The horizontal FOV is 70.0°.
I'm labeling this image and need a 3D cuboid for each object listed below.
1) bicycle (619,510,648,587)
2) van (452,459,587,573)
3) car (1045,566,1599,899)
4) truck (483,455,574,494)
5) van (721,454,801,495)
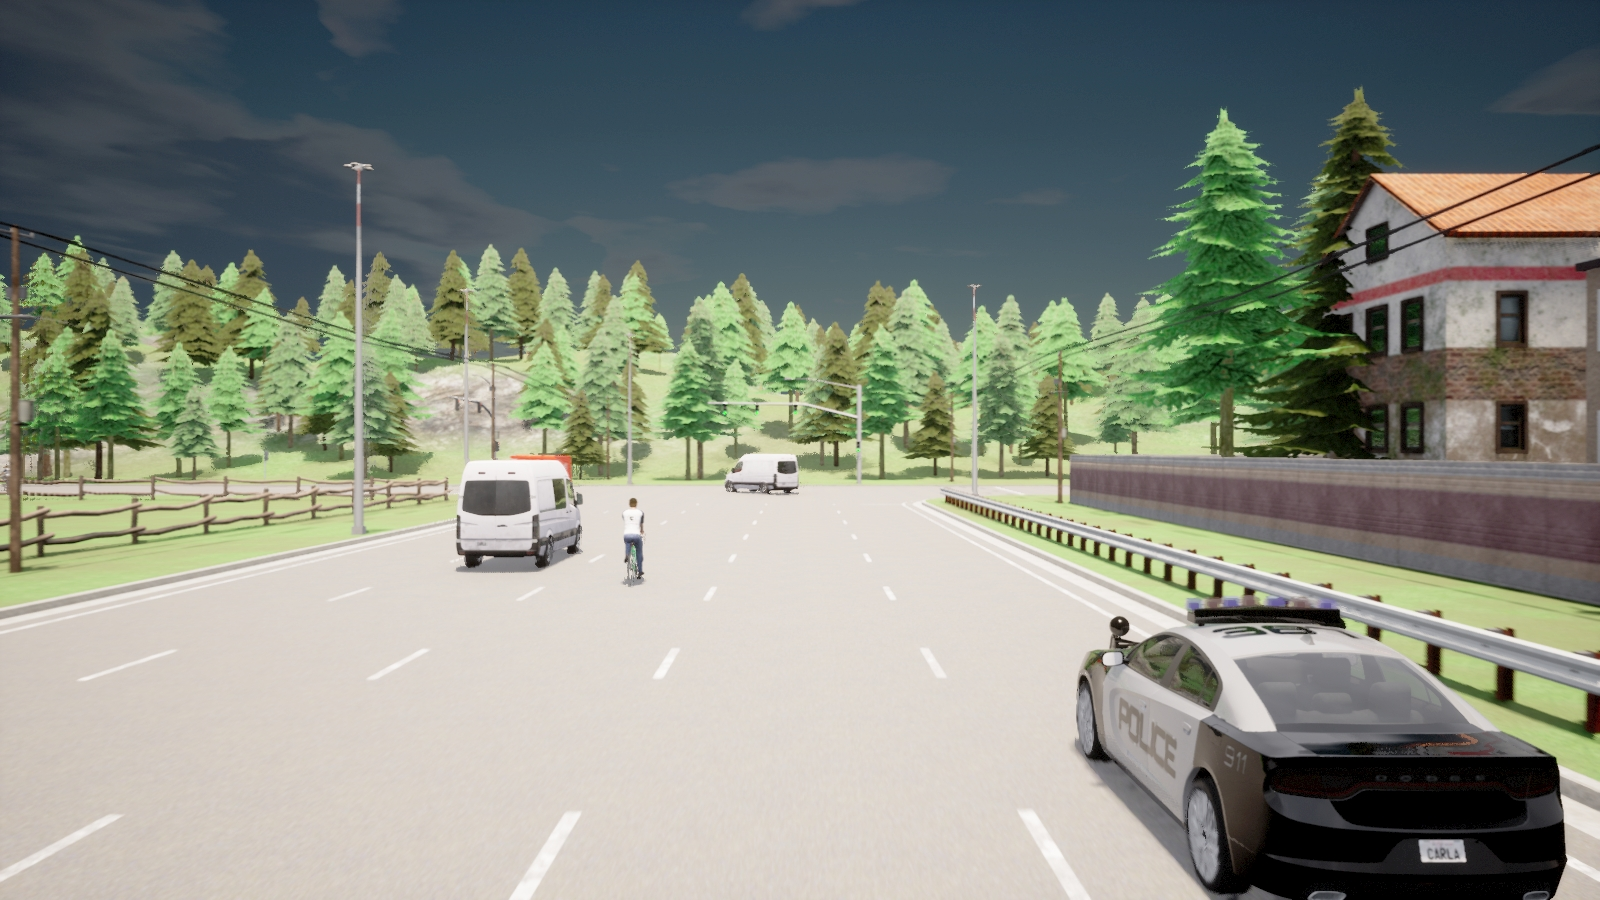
[{"bbox_3d":[-3.499,2.056,24.129,0.373,1.496,1.643,0,0,0],"label":"bicycle"},{"bbox_3d":[-6.994,1.534,29.191,1.988,2.561,5.915,0,0,0],"label":"van"},{"bbox_3d":[3.500,1.982,8.811,2.097,1.638,5.238,0,0,0],"label":"car"},{"bbox_3d":[-17.956,1.569,75.626,5.204,2.467,2.627,0,0,18],"label":"truck"},{"bbox_3d":[-2.604,1.533,73.983,1.988,2.561,5.915,1,0,-39],"label":"van"}]
